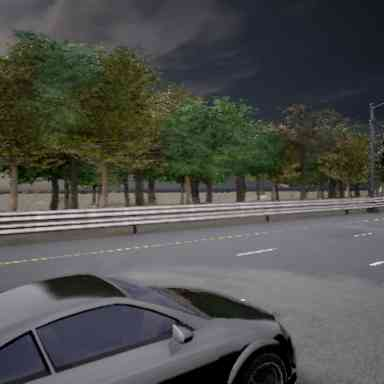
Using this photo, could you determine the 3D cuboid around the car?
[{"bbox_3d":[-0.903,1.554,3.227,4.181,1.385,1.994,-1,0,-35],"label":"car"}]
